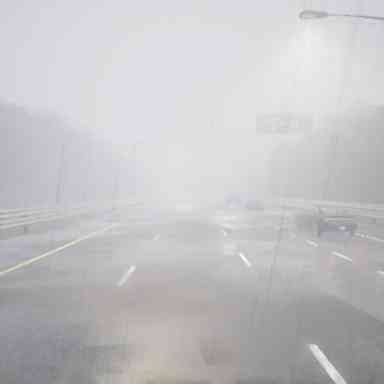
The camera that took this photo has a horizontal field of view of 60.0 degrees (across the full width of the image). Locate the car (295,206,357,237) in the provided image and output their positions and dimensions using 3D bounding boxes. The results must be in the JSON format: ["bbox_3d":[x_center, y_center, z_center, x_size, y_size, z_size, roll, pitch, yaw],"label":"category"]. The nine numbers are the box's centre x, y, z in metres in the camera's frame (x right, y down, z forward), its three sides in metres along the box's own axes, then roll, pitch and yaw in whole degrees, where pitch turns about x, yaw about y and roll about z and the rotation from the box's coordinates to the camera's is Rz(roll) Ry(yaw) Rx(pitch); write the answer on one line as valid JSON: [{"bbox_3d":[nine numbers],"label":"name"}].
[{"bbox_3d":[7.023,1.484,17.922,2.128,1.511,4.902,0,0,0],"label":"car"}]

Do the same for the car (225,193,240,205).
[{"bbox_3d":[7.135,1.192,58.119,2.150,2.045,5.566,0,0,0],"label":"car"}]

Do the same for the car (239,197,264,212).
[{"bbox_3d":[7.082,1.536,39.118,1.994,1.385,4.181,0,0,0],"label":"car"}]
